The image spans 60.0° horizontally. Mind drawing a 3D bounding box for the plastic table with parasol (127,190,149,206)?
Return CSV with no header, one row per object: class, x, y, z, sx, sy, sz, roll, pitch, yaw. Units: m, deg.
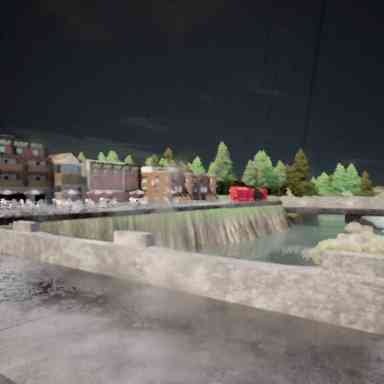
plastic table with parasol,-8.450,0.953,52.007,2.482,2.480,2.482,0,0,36
